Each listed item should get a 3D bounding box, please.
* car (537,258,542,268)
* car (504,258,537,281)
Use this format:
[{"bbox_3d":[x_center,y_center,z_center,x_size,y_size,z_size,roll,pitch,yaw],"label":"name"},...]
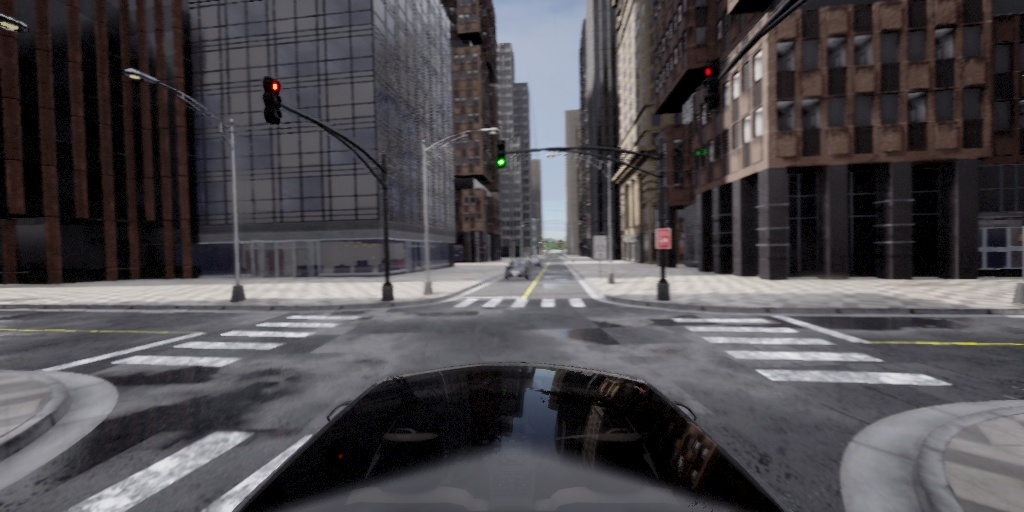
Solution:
[{"bbox_3d":[3.087,0.939,49.474,1.812,1.442,4.674,-1,0,7],"label":"car"},{"bbox_3d":[0.530,1.086,28.606,2.128,1.511,4.902,-1,0,7],"label":"car"}]
